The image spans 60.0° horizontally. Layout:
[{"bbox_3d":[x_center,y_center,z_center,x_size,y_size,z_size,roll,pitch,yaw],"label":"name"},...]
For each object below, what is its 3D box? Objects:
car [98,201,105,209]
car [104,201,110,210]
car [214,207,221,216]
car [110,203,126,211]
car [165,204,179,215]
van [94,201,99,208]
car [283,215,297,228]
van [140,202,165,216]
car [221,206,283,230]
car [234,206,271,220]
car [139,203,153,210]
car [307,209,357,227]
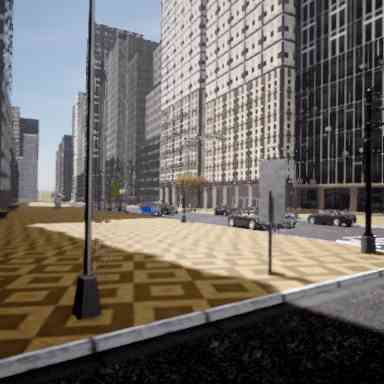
[{"bbox_3d":[-17.867,3.028,70.249,1.887,1.381,4.507,0,-1,-26],"label":"car"},{"bbox_3d":[-15.328,2.889,65.042,1.752,1.417,4.829,0,-1,-26],"label":"car"},{"bbox_3d":[4.459,2.508,43.592,1.947,1.339,4.313,0,-1,-26],"label":"car"},{"bbox_3d":[-12.936,2.803,60.139,2.008,1.369,4.403,0,-1,-26],"label":"car"},{"bbox_3d":[-3.435,2.473,46.649,1.837,1.490,4.892,1,-2,-26],"label":"car"},{"bbox_3d":[-20.334,2.942,75.307,1.690,1.788,3.998,0,-1,-26],"label":"van"},{"bbox_3d":[6.293,2.058,26.653,1.812,1.442,4.674,1,-2,-26],"label":"car"},{"bbox_3d":[-5.541,2.254,44.980,1.690,1.788,3.998,0,-1,-26],"label":"van"},{"bbox_3d":[4.324,2.023,24.756,2.008,1.369,4.403,0,-1,-26],"label":"car"},{"bbox_3d":[6.925,2.397,38.537,1.947,1.339,4.313,0,-1,-26],"label":"car"},{"bbox_3d":[-10.335,3.206,73.920,1.802,1.307,4.206,0,-1,-26],"label":"car"},{"bbox_3d":[11.856,2.164,28.427,2.008,1.369,4.403,0,-1,-26],"label":"car"}]
